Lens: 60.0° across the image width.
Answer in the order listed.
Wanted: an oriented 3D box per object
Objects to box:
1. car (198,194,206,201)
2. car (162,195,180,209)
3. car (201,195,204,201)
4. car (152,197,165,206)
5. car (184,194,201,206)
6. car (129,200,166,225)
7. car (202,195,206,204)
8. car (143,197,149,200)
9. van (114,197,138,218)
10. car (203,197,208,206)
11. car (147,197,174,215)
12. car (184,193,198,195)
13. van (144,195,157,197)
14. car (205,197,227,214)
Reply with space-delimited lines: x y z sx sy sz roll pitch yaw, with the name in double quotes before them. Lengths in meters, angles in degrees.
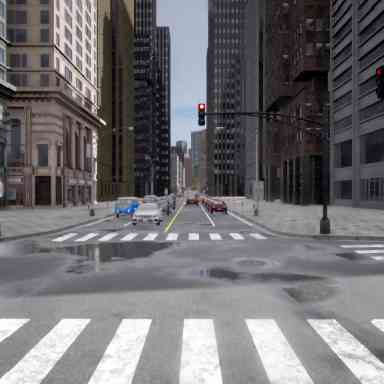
"car" 2.702 1.490 90.712 1.967 1.590 4.097 0 0 0
"car" -3.120 1.506 44.314 2.128 1.511 4.902 0 0 0
"car" 2.737 1.546 52.203 1.752 1.417 4.829 0 0 0
"car" -5.814 1.606 57.569 1.802 1.307 4.206 0 0 0
"car" 0.014 1.500 54.790 1.882 1.535 5.008 0 0 0
"car" -3.118 1.529 24.012 1.812 1.442 4.674 0 0 -2
"car" 2.742 1.561 46.508 1.887 1.381 4.507 0 0 0
"car" -5.803 1.553 35.469 1.887 1.381 4.507 0 0 0
"van" -5.800 1.347 29.944 1.690 1.788 3.998 0 0 0
"car" 2.747 1.557 40.982 1.887 1.381 4.507 0 0 0
"car" -3.122 1.513 34.055 1.837 1.490 4.892 0 0 0
"car" -0.044 1.522 65.170 2.128 1.511 4.902 0 0 0
"van" -5.809 1.357 46.519 1.690 1.788 3.998 0 0 0
"car" 2.752 1.553 35.457 1.887 1.381 4.507 0 0 0
